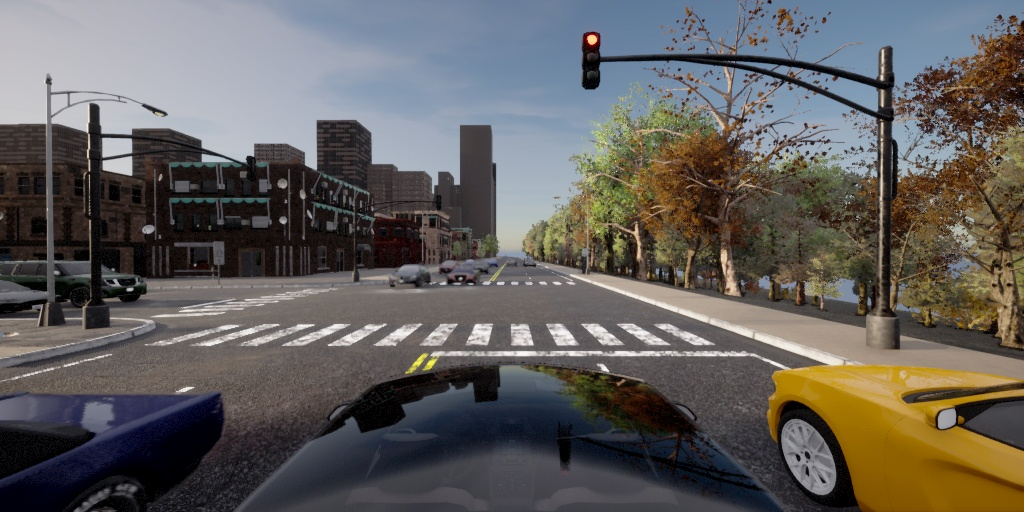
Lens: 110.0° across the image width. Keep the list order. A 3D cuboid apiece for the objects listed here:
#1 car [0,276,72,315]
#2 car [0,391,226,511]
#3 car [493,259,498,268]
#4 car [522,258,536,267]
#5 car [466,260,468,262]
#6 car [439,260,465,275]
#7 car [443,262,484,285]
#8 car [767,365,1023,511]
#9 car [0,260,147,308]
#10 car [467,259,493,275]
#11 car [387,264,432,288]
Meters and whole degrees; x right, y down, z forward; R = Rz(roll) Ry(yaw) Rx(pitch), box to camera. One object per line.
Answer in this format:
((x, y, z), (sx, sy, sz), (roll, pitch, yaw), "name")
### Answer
((-19.958, 1.565, 13.458), (4.313, 1.339, 1.948), (0, 0, 0), "car")
((-3.350, 1.351, 0.760), (1.895, 1.301, 4.718), (0, 0, 0), "car")
((-3.372, 1.205, 61.087), (1.882, 1.535, 5.008), (0, 0, 0), "car")
((3.282, 1.290, 64.455), (1.994, 1.385, 4.181), (0, 0, 1), "car")
((-6.635, 1.255, 57.556), (1.812, 1.442, 4.674), (0, 0, 0), "car")
((-6.638, 1.216, 38.847), (1.882, 1.535, 5.008), (0, 0, 0), "car")
((-3.373, 1.308, 25.533), (1.994, 1.385, 4.181), (0, 0, 0), "car")
((3.351, 1.228, 1.351), (1.882, 1.535, 5.008), (0, 0, 0), "car")
((-20.010, 1.194, 16.159), (5.566, 2.045, 2.150), (-1, 1, 0), "car")
((-3.387, 1.242, 39.126), (1.837, 1.490, 4.892), (0, 0, 0), "car")
((-6.621, 1.270, 23.749), (1.812, 1.442, 4.674), (0, 0, 0), "car")
